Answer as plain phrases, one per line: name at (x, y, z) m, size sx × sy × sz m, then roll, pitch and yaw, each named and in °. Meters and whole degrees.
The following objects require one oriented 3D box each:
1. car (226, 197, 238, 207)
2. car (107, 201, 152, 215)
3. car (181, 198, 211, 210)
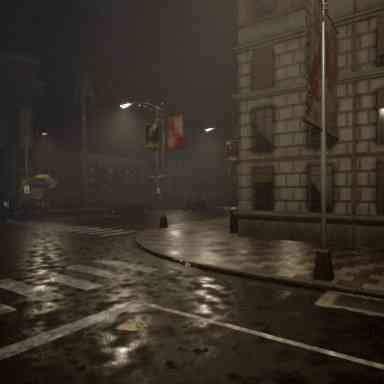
car at (7.182, 1.525, 51.108) m, size 4.674 × 1.442 × 1.812 m, roll 0°, pitch 0°, yaw -45°
car at (-6.323, 1.601, 33.980) m, size 1.895 × 1.301 × 4.718 m, roll 0°, pitch 0°, yaw 36°
car at (0.495, 1.492, 43.179) m, size 2.128 × 1.511 × 4.902 m, roll 0°, pitch 0°, yaw 37°
